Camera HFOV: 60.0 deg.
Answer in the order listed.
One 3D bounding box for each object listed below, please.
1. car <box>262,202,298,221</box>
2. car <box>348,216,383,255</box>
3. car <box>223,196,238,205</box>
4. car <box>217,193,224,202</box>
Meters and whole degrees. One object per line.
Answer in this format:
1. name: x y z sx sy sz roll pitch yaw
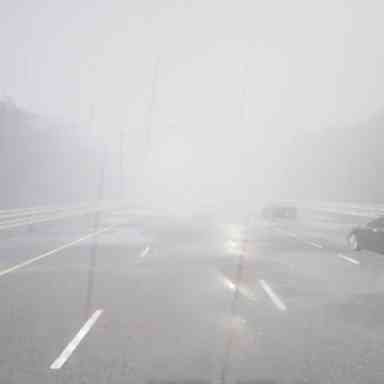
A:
1. car: 7.011 1.506 26.963 1.882 1.535 5.008 0 0 0
2. car: 7.002 1.506 11.095 1.837 1.490 4.892 0 0 0
3. car: 7.110 1.578 59.220 1.812 1.442 4.674 0 0 0
4. car: 7.183 1.586 74.481 1.812 1.442 4.674 0 0 0
